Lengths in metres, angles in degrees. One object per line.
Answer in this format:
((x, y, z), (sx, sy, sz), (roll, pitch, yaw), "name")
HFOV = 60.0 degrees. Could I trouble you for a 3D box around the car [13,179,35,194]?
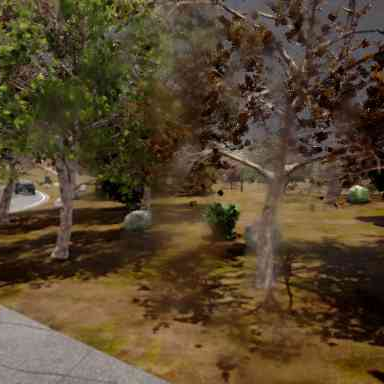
((-18.599, -0.685, 36.598), (1.837, 1.490, 4.892), (4, 3, -34), "car")
